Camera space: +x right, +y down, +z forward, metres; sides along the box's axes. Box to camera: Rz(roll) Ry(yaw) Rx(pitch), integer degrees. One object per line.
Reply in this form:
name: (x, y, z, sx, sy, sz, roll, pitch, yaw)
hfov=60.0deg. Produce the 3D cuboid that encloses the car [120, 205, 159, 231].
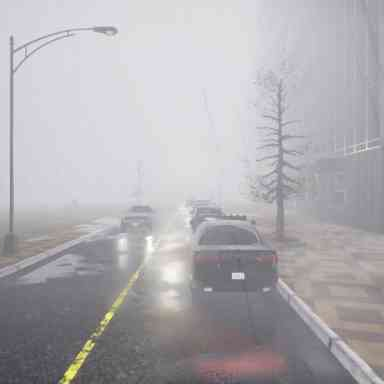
car: (-3.116, 1.525, 20.503, 1.812, 1.442, 4.674, 0, 0, 0)

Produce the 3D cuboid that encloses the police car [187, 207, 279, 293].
police car: (0.893, 1.425, 9.031, 1.930, 1.638, 5.238, 0, 0, 0)

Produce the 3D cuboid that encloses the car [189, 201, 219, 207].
car: (0.884, 1.504, 18.921, 1.837, 1.490, 4.892, 0, 0, 0)

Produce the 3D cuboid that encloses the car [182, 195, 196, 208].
car: (-0.013, 1.522, 46.523, 1.812, 1.442, 4.674, 0, 0, 0)

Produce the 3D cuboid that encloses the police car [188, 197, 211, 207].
police car: (0.880, 1.424, 25.032, 1.930, 1.638, 5.238, 0, 0, 0)
